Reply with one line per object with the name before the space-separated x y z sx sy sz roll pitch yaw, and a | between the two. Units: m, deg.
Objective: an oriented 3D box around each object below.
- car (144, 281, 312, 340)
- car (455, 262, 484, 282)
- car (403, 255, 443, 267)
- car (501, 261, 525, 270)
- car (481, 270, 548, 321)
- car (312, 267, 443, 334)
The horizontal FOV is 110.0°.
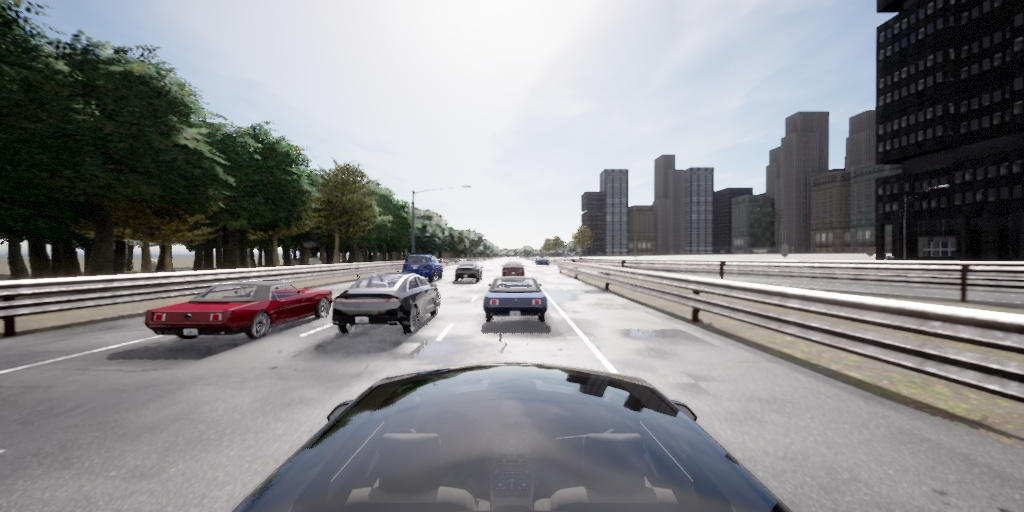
car | -6.901 1.342 9.927 1.895 1.301 4.718 0 0 0
car | -3.398 1.209 28.696 1.837 1.490 4.892 0 0 0
car | -6.897 0.927 28.189 2.150 2.045 5.566 0 0 0
car | 0.102 1.178 30.238 1.882 1.535 5.008 0 0 0
car | 0.099 1.339 12.413 1.895 1.301 4.718 0 0 0
car | -3.399 1.233 10.545 2.128 1.511 4.902 0 0 0
